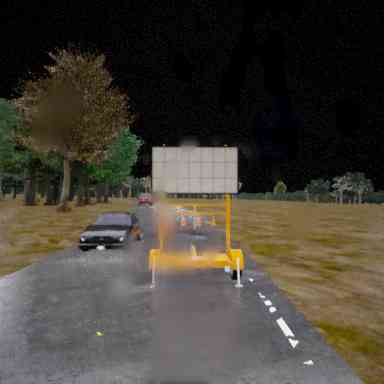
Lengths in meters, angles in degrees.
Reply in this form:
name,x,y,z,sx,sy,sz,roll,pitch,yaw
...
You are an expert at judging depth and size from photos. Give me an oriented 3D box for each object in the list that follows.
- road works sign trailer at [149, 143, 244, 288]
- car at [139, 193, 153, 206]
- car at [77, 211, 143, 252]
name,x,y,z,sx,sy,sz,roll,pitch,yaw
road works sign trailer,0.077,0.464,9.245,2.380,3.560,2.880,0,0,-2
car,-7.779,1.233,55.955,2.150,2.045,5.566,0,0,-11
car,-3.204,1.546,14.133,2.033,1.411,5.357,0,0,-2
